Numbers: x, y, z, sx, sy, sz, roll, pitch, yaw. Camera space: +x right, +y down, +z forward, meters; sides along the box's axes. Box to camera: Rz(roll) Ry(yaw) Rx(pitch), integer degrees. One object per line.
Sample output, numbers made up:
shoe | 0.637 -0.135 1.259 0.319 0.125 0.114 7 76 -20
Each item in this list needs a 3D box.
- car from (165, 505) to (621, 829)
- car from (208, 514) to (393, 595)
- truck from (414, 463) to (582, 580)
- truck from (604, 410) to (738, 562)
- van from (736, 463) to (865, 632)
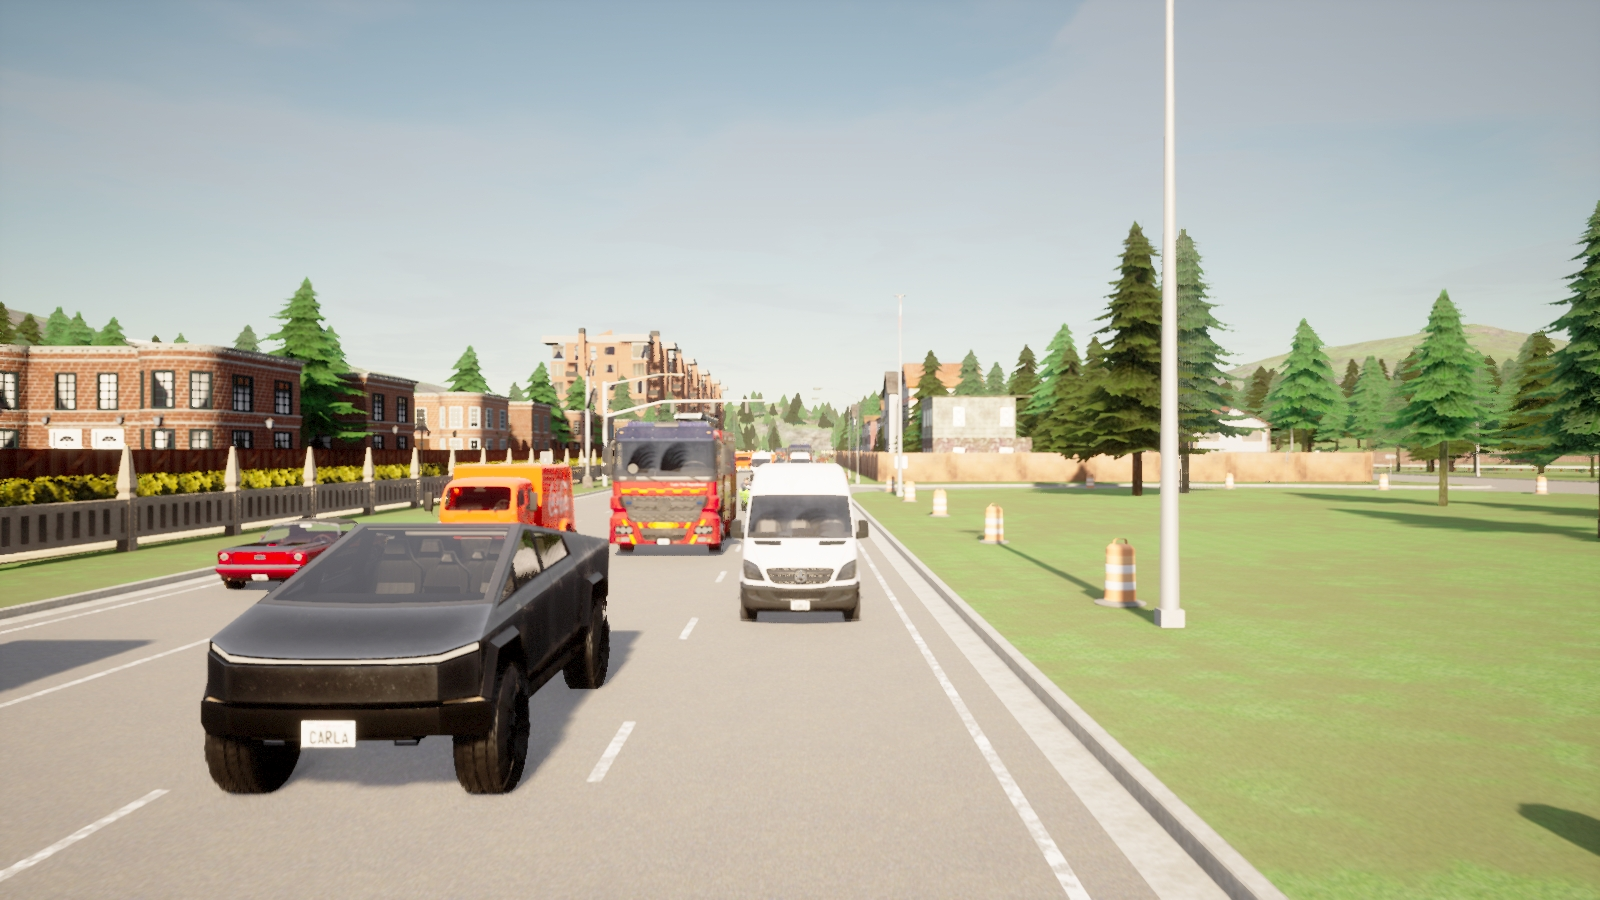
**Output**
car | -3.499 1.757 11.583 2.390 2.098 6.274 0 0 0
car | -10.498 2.161 24.465 1.895 1.301 4.718 0 0 0
truck | -6.997 1.575 27.218 2.627 2.467 5.204 0 0 0
truck | -3.489 0.898 33.057 2.891 3.827 8.468 0 0 0
van | 0.006 1.539 20.682 1.988 2.561 5.915 0 0 0
